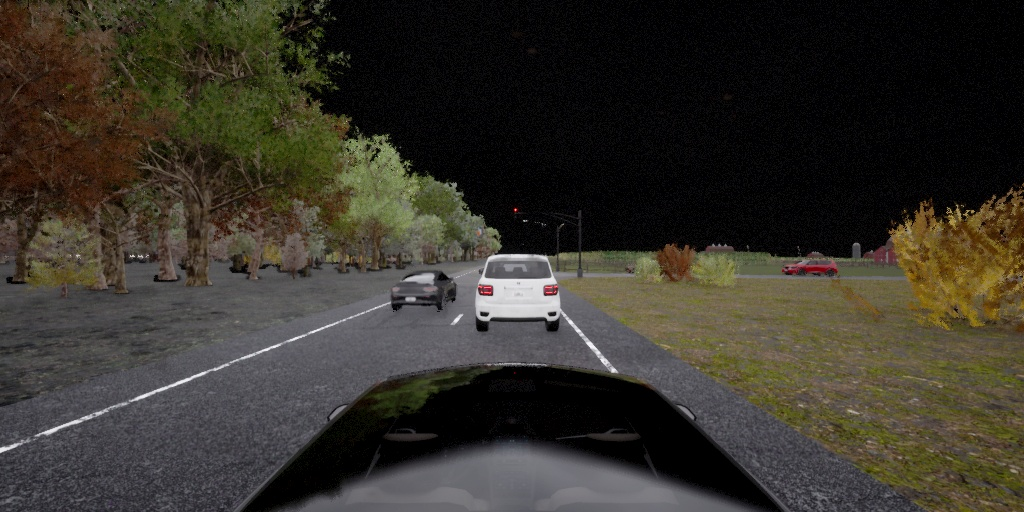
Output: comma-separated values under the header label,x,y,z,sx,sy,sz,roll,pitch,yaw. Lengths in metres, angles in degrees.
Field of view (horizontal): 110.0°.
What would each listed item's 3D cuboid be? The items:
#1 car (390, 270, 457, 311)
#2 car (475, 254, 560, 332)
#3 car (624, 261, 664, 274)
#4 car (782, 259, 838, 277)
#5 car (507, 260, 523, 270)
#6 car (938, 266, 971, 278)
label,x,y,z,sx,sy,sz,roll,pitch,yaw
car,-3.373,1.279,14.249,1.812,1.442,4.674,0,0,0
car,0.128,0.974,11.050,2.150,2.045,5.566,0,0,-1
car,15.920,1.336,43.009,4.553,1.767,2.097,1,-1,2
car,35.497,1.421,42.773,5.566,2.045,2.150,1,-1,0
car,0.445,1.322,55.408,1.994,1.385,4.181,0,0,-6
car,49.014,1.848,39.081,4.181,1.385,1.994,1,-1,0
